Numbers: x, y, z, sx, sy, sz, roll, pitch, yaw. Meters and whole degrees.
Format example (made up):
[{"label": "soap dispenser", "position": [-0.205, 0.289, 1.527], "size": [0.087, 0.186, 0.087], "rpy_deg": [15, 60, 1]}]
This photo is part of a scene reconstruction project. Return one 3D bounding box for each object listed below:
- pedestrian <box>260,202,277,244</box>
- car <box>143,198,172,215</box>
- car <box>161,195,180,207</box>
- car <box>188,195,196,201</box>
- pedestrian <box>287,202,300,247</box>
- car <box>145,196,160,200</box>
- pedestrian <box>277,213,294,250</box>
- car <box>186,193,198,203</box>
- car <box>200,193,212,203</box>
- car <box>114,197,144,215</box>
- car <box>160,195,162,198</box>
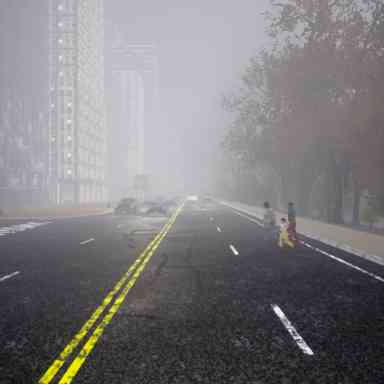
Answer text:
[{"label": "pedestrian", "position": [3.271, 1.292, 14.237], "size": [0.375, 1.860, 0.375], "rpy_deg": [0, 0, 0]}, {"label": "car", "position": [-3.354, 1.603, 33.311], "size": [1.895, 1.301, 4.718], "rpy_deg": [0, 0, 0]}, {"label": "car", "position": [-3.350, 1.603, 51.848], "size": [1.895, 1.301, 4.718], "rpy_deg": [0, 0, 0]}, {"label": "car", "position": [-0.005, 1.430, 80.124], "size": [2.033, 1.411, 5.357], "rpy_deg": [0, 0, 0]}, {"label": "pedestrian", "position": [4.075, 1.292, 13.638], "size": [0.375, 1.860, 0.375], "rpy_deg": [0, 0, 0]}, {"label": "car", "position": [-6.599, 1.603, 52.649], "size": [1.895, 1.301, 4.718], "rpy_deg": [0, 0, 0]}, {"label": "pedestrian", "position": [3.659, 1.572, 13.040], "size": [0.375, 1.300, 0.375], "rpy_deg": [0, 0, 0]}, {"label": "car", "position": [-0.004, 1.224, 69.760], "size": [2.150, 2.045, 5.566], "rpy_deg": [0, 0, 0]}, {"label": "car", "position": [3.244, 1.524, 69.730], "size": [2.128, 1.511, 4.902], "rpy_deg": [0, 0, 0]}, {"label": "car", "position": [-6.601, 1.351, 34.345], "size": [2.097, 1.767, 4.553], "rpy_deg": [0, 0, 0]}, {"label": "car", "position": [-6.506, 1.497, 69.092], "size": [1.837, 1.490, 4.892], "rpy_deg": [0, 0, 0]}]
